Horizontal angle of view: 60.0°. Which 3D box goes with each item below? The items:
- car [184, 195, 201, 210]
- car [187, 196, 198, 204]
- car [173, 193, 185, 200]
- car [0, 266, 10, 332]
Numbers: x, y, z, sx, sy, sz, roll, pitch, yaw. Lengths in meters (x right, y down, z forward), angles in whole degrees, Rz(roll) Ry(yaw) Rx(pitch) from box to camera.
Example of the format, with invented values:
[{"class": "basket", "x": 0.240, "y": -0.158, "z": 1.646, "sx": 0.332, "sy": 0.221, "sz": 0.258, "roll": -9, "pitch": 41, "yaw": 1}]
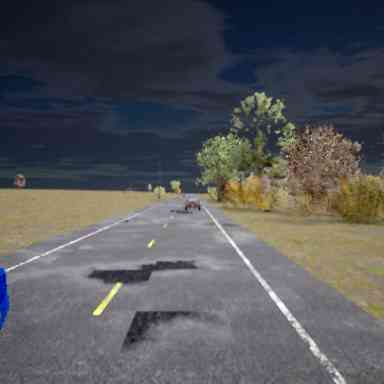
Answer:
[{"class": "car", "x": 0.084, "y": 1.419, "z": 41.628, "sx": 1.812, "sy": 1.442, "sz": 4.674, "roll": 0, "pitch": 0, "yaw": 0}, {"class": "car", "x": 0.097, "y": 1.393, "z": 60.478, "sx": 2.033, "sy": 1.411, "sz": 5.357, "roll": 0, "pitch": 0, "yaw": 0}, {"class": "car", "x": -3.504, "y": 1.151, "z": 83.499, "sx": 2.097, "sy": 1.767, "sz": 4.553, "roll": 0, "pitch": 0, "yaw": 0}, {"class": "car", "x": -3.598, "y": 1.470, "z": 2.812, "sx": 1.882, "sy": 1.535, "sz": 5.008, "roll": 0, "pitch": 0, "yaw": 0}]
